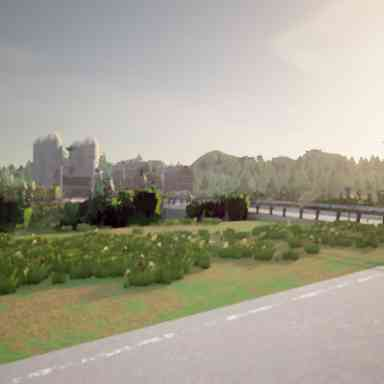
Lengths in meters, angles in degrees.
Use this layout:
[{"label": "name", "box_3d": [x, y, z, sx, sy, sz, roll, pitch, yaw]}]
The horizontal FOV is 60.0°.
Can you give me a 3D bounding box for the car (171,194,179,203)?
[{"label": "car", "box_3d": [-1.904, 1.042, 52.709, 2.128, 1.511, 4.902, 0, -2, -35]}]
